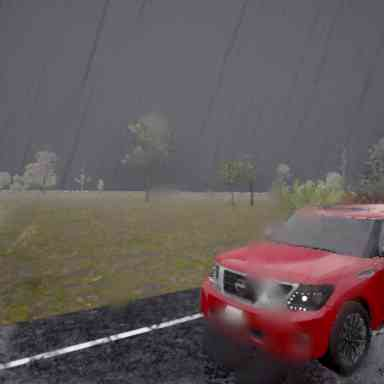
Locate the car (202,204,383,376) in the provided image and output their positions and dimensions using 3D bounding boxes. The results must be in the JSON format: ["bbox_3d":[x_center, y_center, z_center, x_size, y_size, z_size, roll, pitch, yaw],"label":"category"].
[{"bbox_3d":[2.814,1.265,5.989,5.566,2.045,2.150,1,0,-35],"label":"car"}]
